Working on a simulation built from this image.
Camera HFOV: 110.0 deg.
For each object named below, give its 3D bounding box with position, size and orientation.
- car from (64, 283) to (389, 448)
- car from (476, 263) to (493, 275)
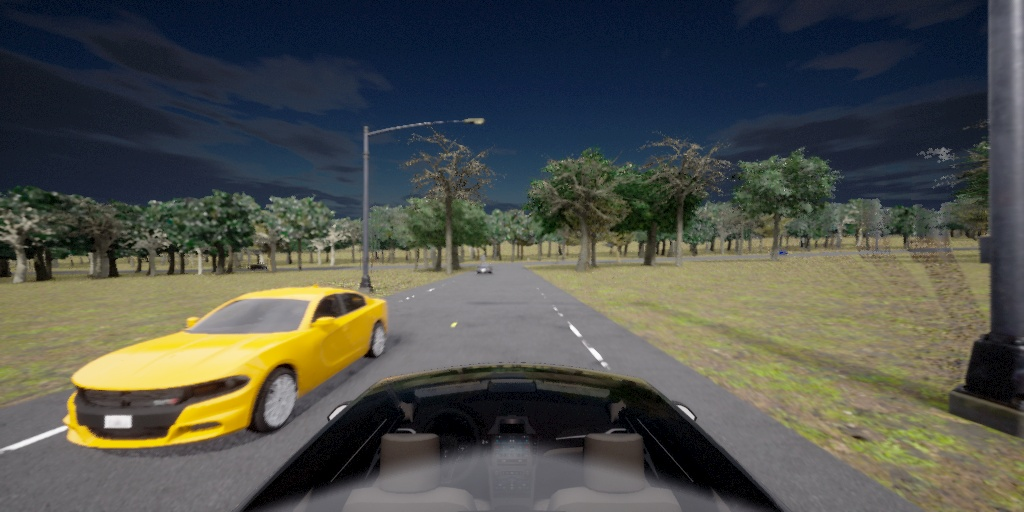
[{"bbox_3d":[-3.601,1.264,5.776,1.882,1.535,5.008,0,-1,0],"label":"car"},{"bbox_3d":[-3.591,1.677,47.449,2.128,1.511,4.902,0,0,0],"label":"car"}]
